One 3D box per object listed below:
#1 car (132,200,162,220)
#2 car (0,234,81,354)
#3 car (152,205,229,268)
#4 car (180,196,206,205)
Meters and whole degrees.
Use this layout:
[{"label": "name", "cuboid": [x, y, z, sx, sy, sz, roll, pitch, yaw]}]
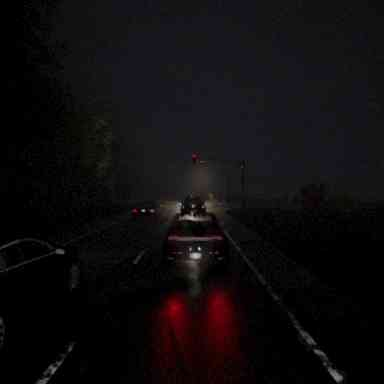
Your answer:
[{"label": "car", "cuboid": [-3.398, 1.352, 25.747, 2.033, 1.411, 5.357, 0, 0, 0]}, {"label": "car", "cuboid": [-3.411, 1.450, 5.580, 2.128, 1.511, 4.902, 0, 1, 0]}, {"label": "car", "cuboid": [0.096, 1.407, 10.939, 2.128, 1.511, 4.902, 0, 0, 0]}, {"label": "car", "cuboid": [0.102, 1.140, 28.042, 2.097, 1.767, 4.553, 0, 1, 0]}]
